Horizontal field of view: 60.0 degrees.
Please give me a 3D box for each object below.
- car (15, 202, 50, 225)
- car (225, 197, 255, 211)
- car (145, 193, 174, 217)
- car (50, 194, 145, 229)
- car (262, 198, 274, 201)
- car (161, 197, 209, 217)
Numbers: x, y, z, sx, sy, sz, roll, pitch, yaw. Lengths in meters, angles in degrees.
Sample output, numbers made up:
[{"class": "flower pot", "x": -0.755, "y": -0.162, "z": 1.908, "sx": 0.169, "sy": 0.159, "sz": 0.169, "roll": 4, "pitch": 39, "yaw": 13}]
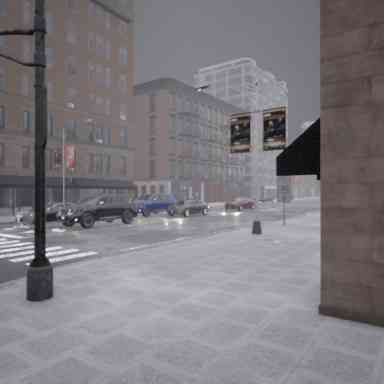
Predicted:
[{"class": "car", "x": -9.398, "y": 1.436, "z": 22.714, "sx": 2.128, "sy": 1.511, "sz": 4.902, "roll": 0, "pitch": 0, "yaw": 35}, {"class": "car", "x": 5.565, "y": 1.327, "z": 38.191, "sx": 1.882, "sy": 1.535, "sz": 5.008, "roll": 0, "pitch": 0, "yaw": 35}, {"class": "car", "x": -3.702, "y": 1.125, "z": 30.750, "sx": 2.150, "sy": 2.045, "sz": 5.566, "roll": 0, "pitch": 0, "yaw": 35}, {"class": "car", "x": -6.014, "y": 1.156, "z": 21.868, "sx": 2.150, "sy": 2.045, "sz": 5.566, "roll": 0, "pitch": 0, "yaw": 35}, {"class": "car", "x": 11.147, "y": 1.044, "z": 51.535, "sx": 1.895, "sy": 1.301, "sz": 4.718, "roll": 0, "pitch": 0, "yaw": 35}, {"class": "car", "x": -0.279, "y": 1.397, "z": 29.962, "sx": 1.837, "sy": 1.490, "sz": 4.892, "roll": 0, "pitch": 0, "yaw": 35}]
